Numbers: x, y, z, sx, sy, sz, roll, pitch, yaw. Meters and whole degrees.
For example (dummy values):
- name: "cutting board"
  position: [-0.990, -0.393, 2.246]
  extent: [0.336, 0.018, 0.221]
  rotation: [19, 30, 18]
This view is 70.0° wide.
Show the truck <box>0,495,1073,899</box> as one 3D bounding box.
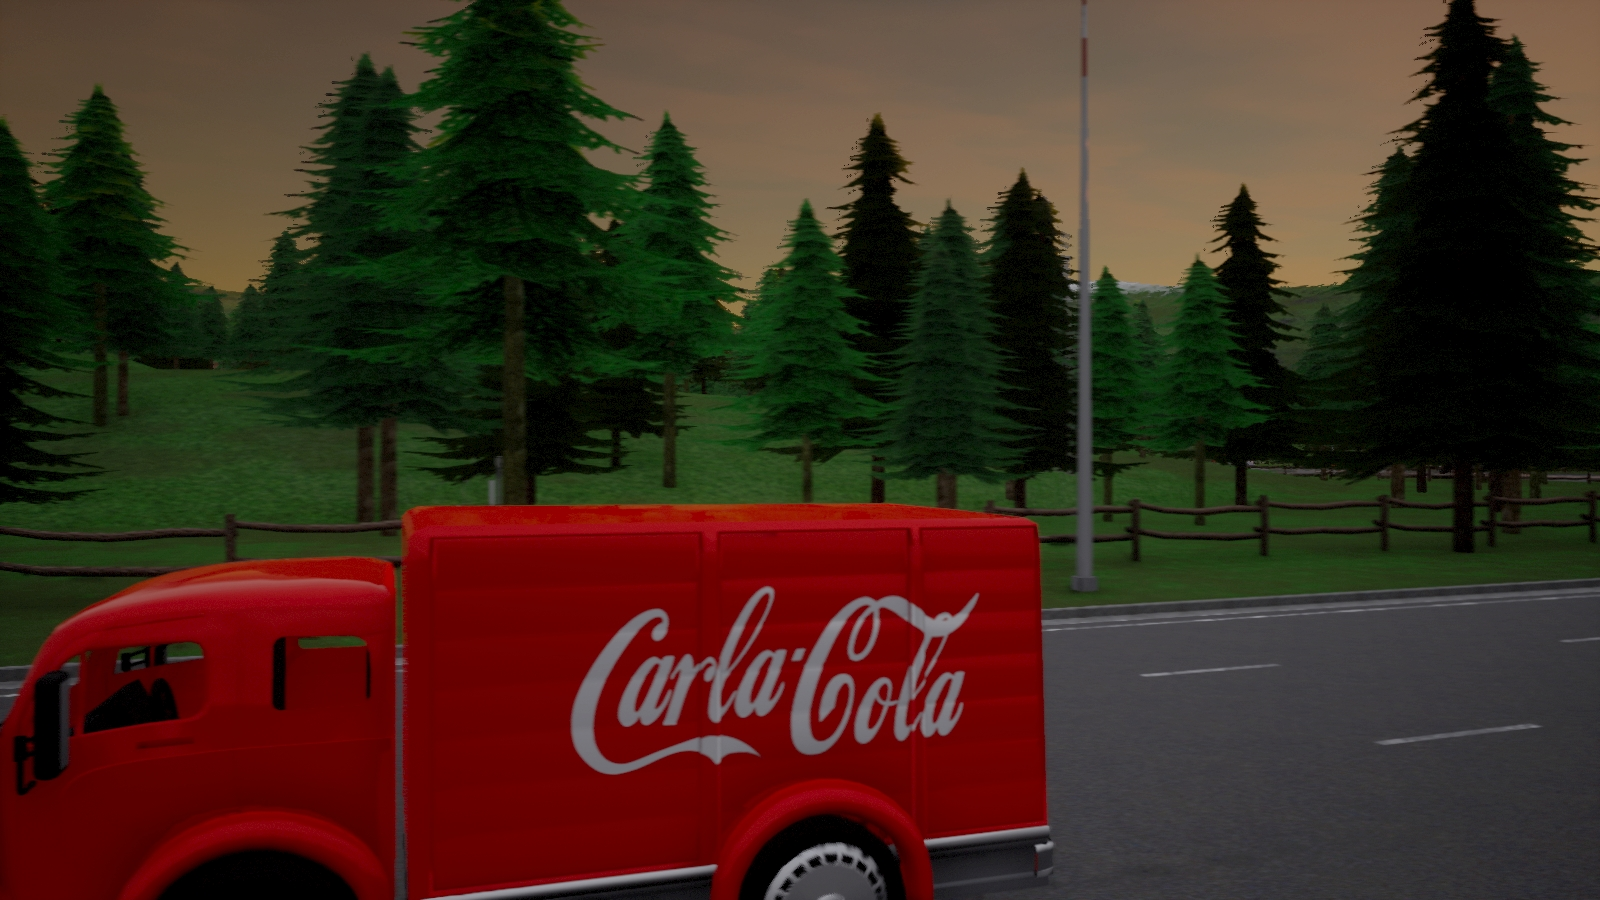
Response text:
- name: "truck"
  position: [-1.422, 1.569, 6.506]
  extent: [5.204, 2.467, 2.627]
  rotation: [0, 0, -20]
